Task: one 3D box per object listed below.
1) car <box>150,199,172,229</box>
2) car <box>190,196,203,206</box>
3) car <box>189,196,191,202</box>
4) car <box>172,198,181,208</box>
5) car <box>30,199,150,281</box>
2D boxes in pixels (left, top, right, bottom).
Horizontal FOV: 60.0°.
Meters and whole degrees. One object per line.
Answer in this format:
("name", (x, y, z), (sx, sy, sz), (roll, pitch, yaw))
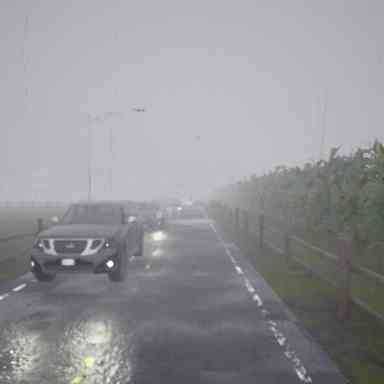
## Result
("car", (-2.761, 1.461, 22.170), (2.097, 1.767, 4.553), (0, -1, 1))
("car", (1.035, 1.840, 62.820), (1.812, 1.442, 4.674), (0, 0, 0))
("car", (0.094, 1.725, 81.334), (1.837, 1.490, 4.892), (0, 0, 0))
("car", (-2.738, 1.775, 54.575), (1.837, 1.490, 4.892), (0, 0, 1))
("car", (-2.831, 1.272, 10.367), (2.150, 2.045, 5.566), (0, 0, 0))
